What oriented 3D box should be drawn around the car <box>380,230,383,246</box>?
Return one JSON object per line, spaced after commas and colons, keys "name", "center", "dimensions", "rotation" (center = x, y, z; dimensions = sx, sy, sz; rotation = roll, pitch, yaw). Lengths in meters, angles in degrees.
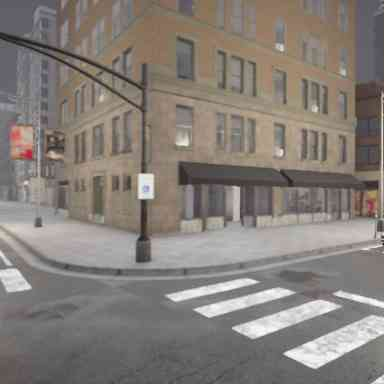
{"name": "car", "center": [9.356, 1.552, 13.532], "dimensions": [4.403, 1.369, 2.008], "rotation": [0, 0, -36]}
